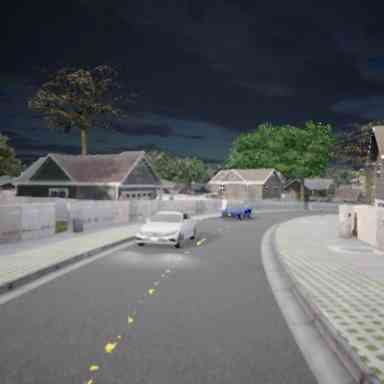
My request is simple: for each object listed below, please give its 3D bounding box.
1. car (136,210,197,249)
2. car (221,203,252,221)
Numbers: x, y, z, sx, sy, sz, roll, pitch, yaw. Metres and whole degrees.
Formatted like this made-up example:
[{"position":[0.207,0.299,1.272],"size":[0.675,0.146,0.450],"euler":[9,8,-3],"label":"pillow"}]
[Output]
[{"position":[-0.984,1.582,15.168],"size":[1.812,1.442,4.674],"euler":[1,-1,12],"label":"car"},{"position":[4.301,1.797,31.457],"size":[1.882,1.535,5.008],"euler":[1,-1,24],"label":"car"}]
